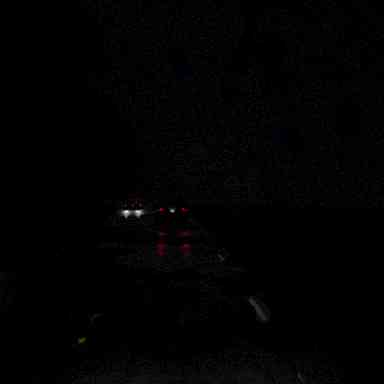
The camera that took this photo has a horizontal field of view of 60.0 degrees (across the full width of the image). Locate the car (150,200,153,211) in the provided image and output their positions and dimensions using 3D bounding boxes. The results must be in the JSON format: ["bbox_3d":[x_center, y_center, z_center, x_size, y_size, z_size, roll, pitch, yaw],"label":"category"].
[{"bbox_3d":[-4.324,1.545,42.548,1.882,1.535,5.008,0,0,-10],"label":"car"}]

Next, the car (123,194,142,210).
[{"bbox_3d":[-7.869,1.300,44.258,2.150,2.045,5.566,0,-1,-11],"label":"car"}]

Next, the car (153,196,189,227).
[{"bbox_3d":[-1.489,1.252,23.287,2.150,2.045,5.566,0,0,-6],"label":"car"}]
